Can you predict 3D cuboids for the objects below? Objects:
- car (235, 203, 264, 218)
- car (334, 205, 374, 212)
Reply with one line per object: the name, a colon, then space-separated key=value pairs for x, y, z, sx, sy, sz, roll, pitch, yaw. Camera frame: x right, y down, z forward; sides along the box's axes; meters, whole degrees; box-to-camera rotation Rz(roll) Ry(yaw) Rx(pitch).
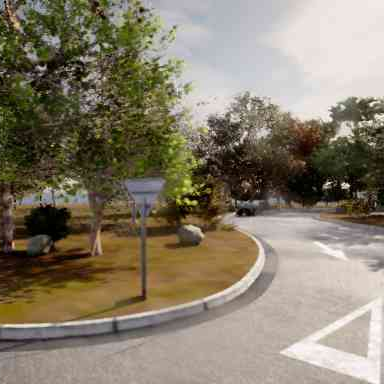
car: x=5.648 y=1.749 z=32.592 sx=1.895 sy=1.301 sz=4.718 roll=-1 pitch=0 yaw=24
car: x=20.269 y=1.788 z=41.659 sx=4.674 sy=1.442 sz=1.812 roll=1 pitch=0 yaw=-4
